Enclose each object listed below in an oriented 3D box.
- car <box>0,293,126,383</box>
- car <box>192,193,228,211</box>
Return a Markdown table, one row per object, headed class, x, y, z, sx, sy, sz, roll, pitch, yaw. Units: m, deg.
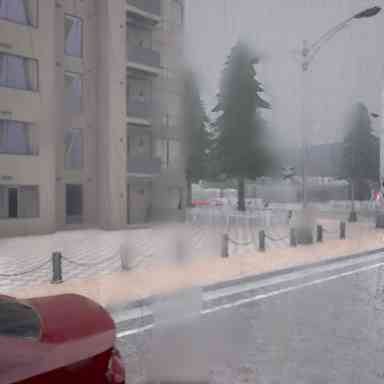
| class | x | y | z | sx | sy | sz | roll | pitch | yaw |
| --- | --- | --- | --- | --- | --- | --- | --- | --- | --- |
| car | -2.883 | 1.483 | 1.929 | 5.008 | 1.535 | 1.882 | 0 | 0 | -35 |
| car | 1.919 | 1.263 | 39.452 | 2.097 | 1.767 | 4.553 | 0 | 0 | -37 |
